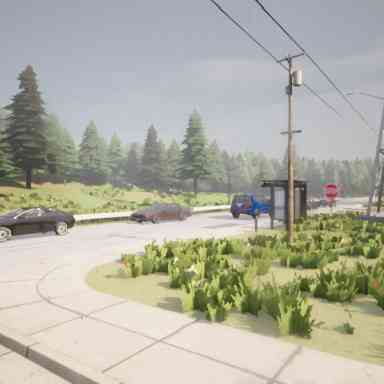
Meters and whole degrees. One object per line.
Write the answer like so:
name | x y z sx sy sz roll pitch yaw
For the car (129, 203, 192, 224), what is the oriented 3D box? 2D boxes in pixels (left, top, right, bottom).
car | -2.161 1.547 24.820 2.033 1.411 5.357 0 0 36

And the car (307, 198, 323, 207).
car | 14.402 1.564 41.590 1.994 1.385 4.181 0 0 36

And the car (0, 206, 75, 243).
car | -8.205 1.491 16.491 2.128 1.511 4.902 0 0 36

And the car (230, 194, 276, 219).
car | 5.411 1.221 29.099 2.150 2.045 5.566 0 0 36

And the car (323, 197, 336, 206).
car | 20.162 1.526 49.663 1.812 1.442 4.674 0 0 36
